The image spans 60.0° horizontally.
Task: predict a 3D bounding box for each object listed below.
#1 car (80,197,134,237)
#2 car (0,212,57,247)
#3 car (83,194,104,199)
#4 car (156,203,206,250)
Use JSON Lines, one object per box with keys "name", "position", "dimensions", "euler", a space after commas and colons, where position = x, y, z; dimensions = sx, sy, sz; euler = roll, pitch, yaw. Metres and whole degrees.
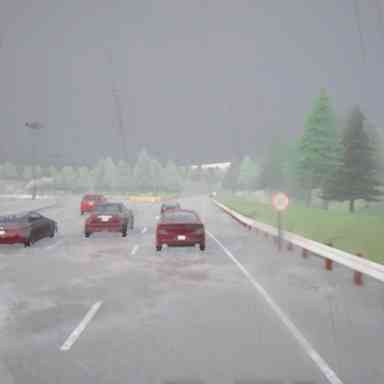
{"name": "car", "position": [-4.404, 1.348, 18.283], "dimensions": [2.097, 1.767, 4.553], "euler": [0, 0, -5]}
{"name": "car", "position": [-7.629, 1.566, 15.017], "dimensions": [1.994, 1.385, 4.181], "euler": [0, 0, -4]}
{"name": "car", "position": [-9.968, 1.217, 34.028], "dimensions": [2.150, 2.045, 5.566], "euler": [0, 0, -9]}
{"name": "car", "position": [-0.541, 1.471, 14.285], "dimensions": [1.882, 1.535, 5.008], "euler": [0, 0, -4]}
